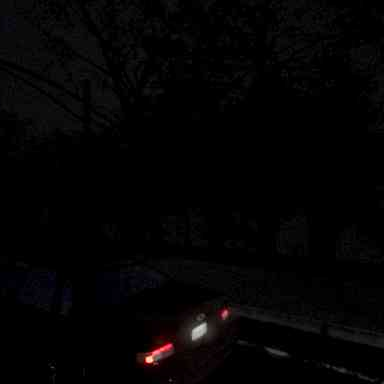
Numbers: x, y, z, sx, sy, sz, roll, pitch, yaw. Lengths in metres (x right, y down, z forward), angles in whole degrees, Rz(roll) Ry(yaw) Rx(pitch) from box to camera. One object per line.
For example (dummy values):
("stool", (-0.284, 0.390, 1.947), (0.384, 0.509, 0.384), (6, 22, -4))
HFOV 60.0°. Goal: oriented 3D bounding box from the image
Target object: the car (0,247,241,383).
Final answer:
("car", (-1.972, 1.605, 5.096), (5.357, 1.411, 2.033), (-1, -1, 35))
